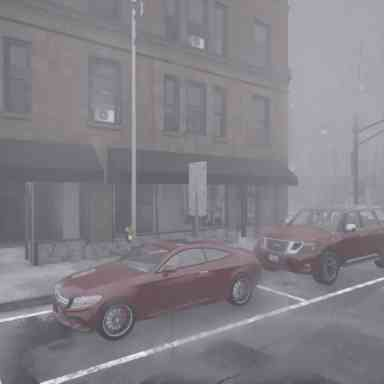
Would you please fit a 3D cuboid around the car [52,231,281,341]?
[{"bbox_3d":[-0.441,1.582,6.447,4.206,1.307,1.802,0,0,-35],"label":"car"}]

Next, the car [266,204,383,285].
[{"bbox_3d":[4.061,1.314,9.648,5.009,1.841,2.192,0,0,-35],"label":"car"}]
